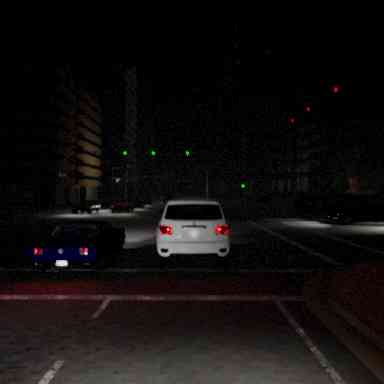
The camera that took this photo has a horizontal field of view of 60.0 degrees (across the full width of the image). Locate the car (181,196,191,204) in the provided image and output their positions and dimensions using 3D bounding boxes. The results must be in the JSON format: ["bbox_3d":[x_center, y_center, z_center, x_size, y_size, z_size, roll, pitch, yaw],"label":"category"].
[{"bbox_3d":[-1.112,1.599,67.904,1.994,1.385,4.181,0,0,0],"label":"car"}]

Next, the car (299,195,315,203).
[{"bbox_3d":[24.402,1.436,70.620,1.970,1.475,3.806,0,0,0],"label":"car"}]

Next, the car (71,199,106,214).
[{"bbox_3d":[-11.504,1.568,36.598,2.033,1.411,5.357,0,0,0],"label":"car"}]

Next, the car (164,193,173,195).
[{"bbox_3d":[-4.605,1.259,67.100,2.150,2.045,5.566,0,0,0],"label":"car"}]

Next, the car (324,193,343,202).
[{"bbox_3d":[29.980,1.194,70.687,1.932,1.855,4.605,0,0,0],"label":"car"}]

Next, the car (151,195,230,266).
[{"bbox_3d":[-0.009,1.224,11.686,2.150,2.045,5.566,0,-1,-1],"label":"car"}]

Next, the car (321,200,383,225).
[{"bbox_3d":[12.224,1.519,23.838,4.892,1.490,1.837,0,0,0],"label":"car"}]

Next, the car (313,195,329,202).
[{"bbox_3d":[27.297,1.404,70.628,1.784,1.438,3.905,0,0,0],"label":"car"}]

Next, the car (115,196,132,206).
[{"bbox_3d":[-11.567,1.509,56.676,1.882,1.535,5.008,0,0,0],"label":"car"}]

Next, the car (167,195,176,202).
[{"bbox_3d":[-4.671,1.543,76.735,1.837,1.490,4.892,0,0,0],"label":"car"}]

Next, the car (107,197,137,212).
[{"bbox_3d":[-8.014,1.499,38.705,1.882,1.535,5.008,0,0,0],"label":"car"}]

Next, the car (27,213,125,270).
[{"bbox_3d":[-3.496,1.607,11.062,1.895,1.301,4.718,0,0,-1],"label":"car"}]

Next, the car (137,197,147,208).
[{"bbox_3d":[-8.063,1.532,47.977,1.837,1.490,4.892,0,0,0],"label":"car"}]

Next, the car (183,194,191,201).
[{"bbox_3d":[-1.171,1.347,76.740,1.882,1.535,5.008,0,0,0],"label":"car"}]

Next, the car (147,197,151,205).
[{"bbox_3d":[-8.063,1.580,58.586,2.033,1.411,5.357,0,0,0],"label":"car"}]

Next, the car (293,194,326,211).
[{"bbox_3d":[13.136,1.175,38.070,1.932,1.855,4.605,0,0,0],"label":"car"}]

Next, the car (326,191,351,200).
[{"bbox_3d":[16.030,1.178,38.025,1.905,1.878,3.866,0,0,0],"label":"car"}]

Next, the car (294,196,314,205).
[{"bbox_3d":[18.681,1.427,55.500,1.970,1.475,3.806,0,0,0],"label":"car"}]
